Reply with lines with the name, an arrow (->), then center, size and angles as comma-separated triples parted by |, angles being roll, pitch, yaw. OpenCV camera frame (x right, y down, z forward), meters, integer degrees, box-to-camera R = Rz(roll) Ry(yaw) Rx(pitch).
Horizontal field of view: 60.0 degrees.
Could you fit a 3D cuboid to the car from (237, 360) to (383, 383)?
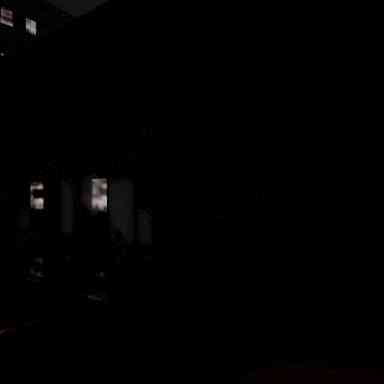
car -> 2.168, 1.525, 1.328 | 4.829, 1.417, 1.752 | 0, 0, 36
